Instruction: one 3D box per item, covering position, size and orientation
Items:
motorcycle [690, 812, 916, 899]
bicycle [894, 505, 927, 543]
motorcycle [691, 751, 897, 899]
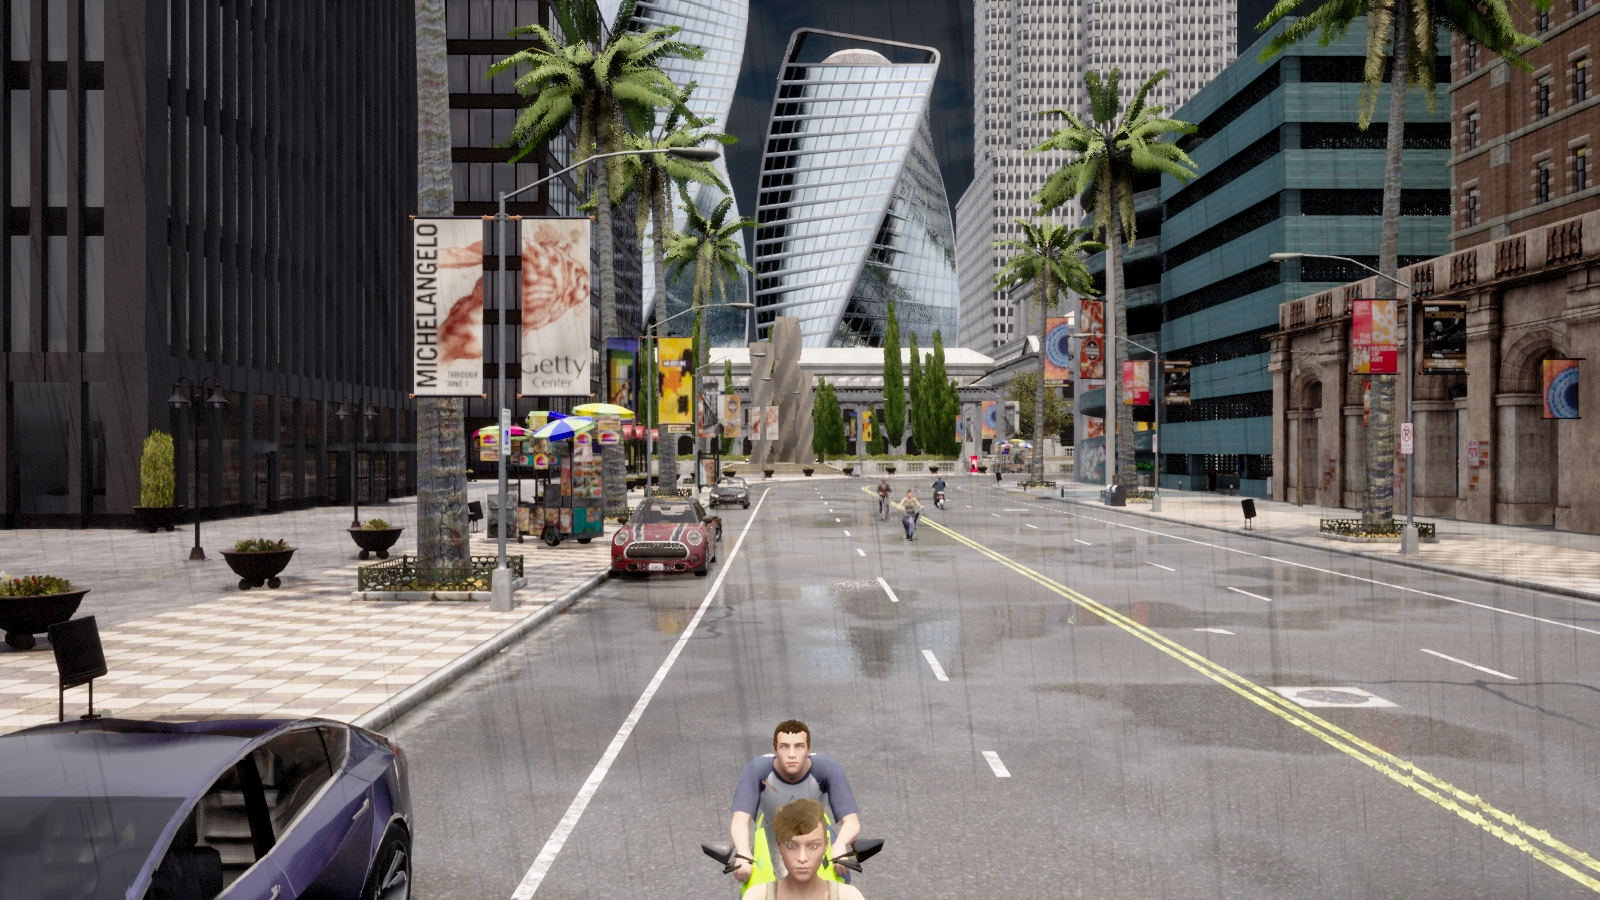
[{"bbox_3d":[0.011,2.176,3.553,0.764,1.277,2.356,0,2,0],"label":"motorcycle"},{"bbox_3d":[3.383,2.270,35.160,0.859,1.080,1.487,0,0,-1],"label":"bicycle"},{"bbox_3d":[-0.021,2.223,5.435,0.803,1.145,2.033,-1,-4,0],"label":"motorcycle"}]
